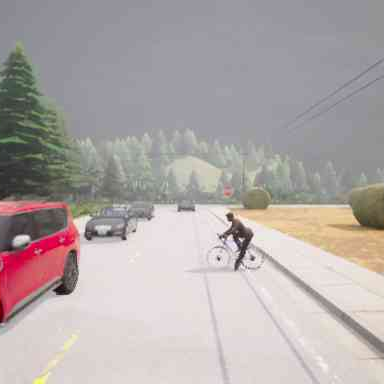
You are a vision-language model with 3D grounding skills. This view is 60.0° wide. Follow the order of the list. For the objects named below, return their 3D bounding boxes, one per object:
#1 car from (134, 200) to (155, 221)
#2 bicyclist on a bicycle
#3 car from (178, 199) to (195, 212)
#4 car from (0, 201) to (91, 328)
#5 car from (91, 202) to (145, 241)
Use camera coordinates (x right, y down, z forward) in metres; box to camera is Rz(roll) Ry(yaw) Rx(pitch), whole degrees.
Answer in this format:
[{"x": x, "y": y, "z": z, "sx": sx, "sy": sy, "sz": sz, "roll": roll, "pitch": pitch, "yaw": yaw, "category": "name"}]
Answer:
[{"x": -4.104, "y": 1.480, "z": 27.223, "sx": 1.837, "sy": 1.490, "sz": 4.892, "roll": 0, "pitch": 0, "yaw": -1, "category": "car"}, {"x": 1.231, "y": 1.411, "z": 9.431, "sx": 1.656, "sy": 1.620, "sz": 0.582, "roll": 0, "pitch": 0, "yaw": -1, "category": "bicyclist on a bicycle"}, {"x": -0.665, "y": 1.528, "z": 38.955, "sx": 1.994, "sy": 1.385, "sz": 4.181, "roll": 0, "pitch": 0, "yaw": -1, "category": "car"}, {"x": -3.688, "y": 1.218, "z": 5.803, "sx": 2.150, "sy": 2.045, "sz": 5.566, "roll": 0, "pitch": 0, "yaw": -1, "category": "car"}, {"x": -3.909, "y": 1.476, "z": 16.783, "sx": 2.128, "sy": 1.511, "sz": 4.902, "roll": 0, "pitch": 0, "yaw": -1, "category": "car"}]
